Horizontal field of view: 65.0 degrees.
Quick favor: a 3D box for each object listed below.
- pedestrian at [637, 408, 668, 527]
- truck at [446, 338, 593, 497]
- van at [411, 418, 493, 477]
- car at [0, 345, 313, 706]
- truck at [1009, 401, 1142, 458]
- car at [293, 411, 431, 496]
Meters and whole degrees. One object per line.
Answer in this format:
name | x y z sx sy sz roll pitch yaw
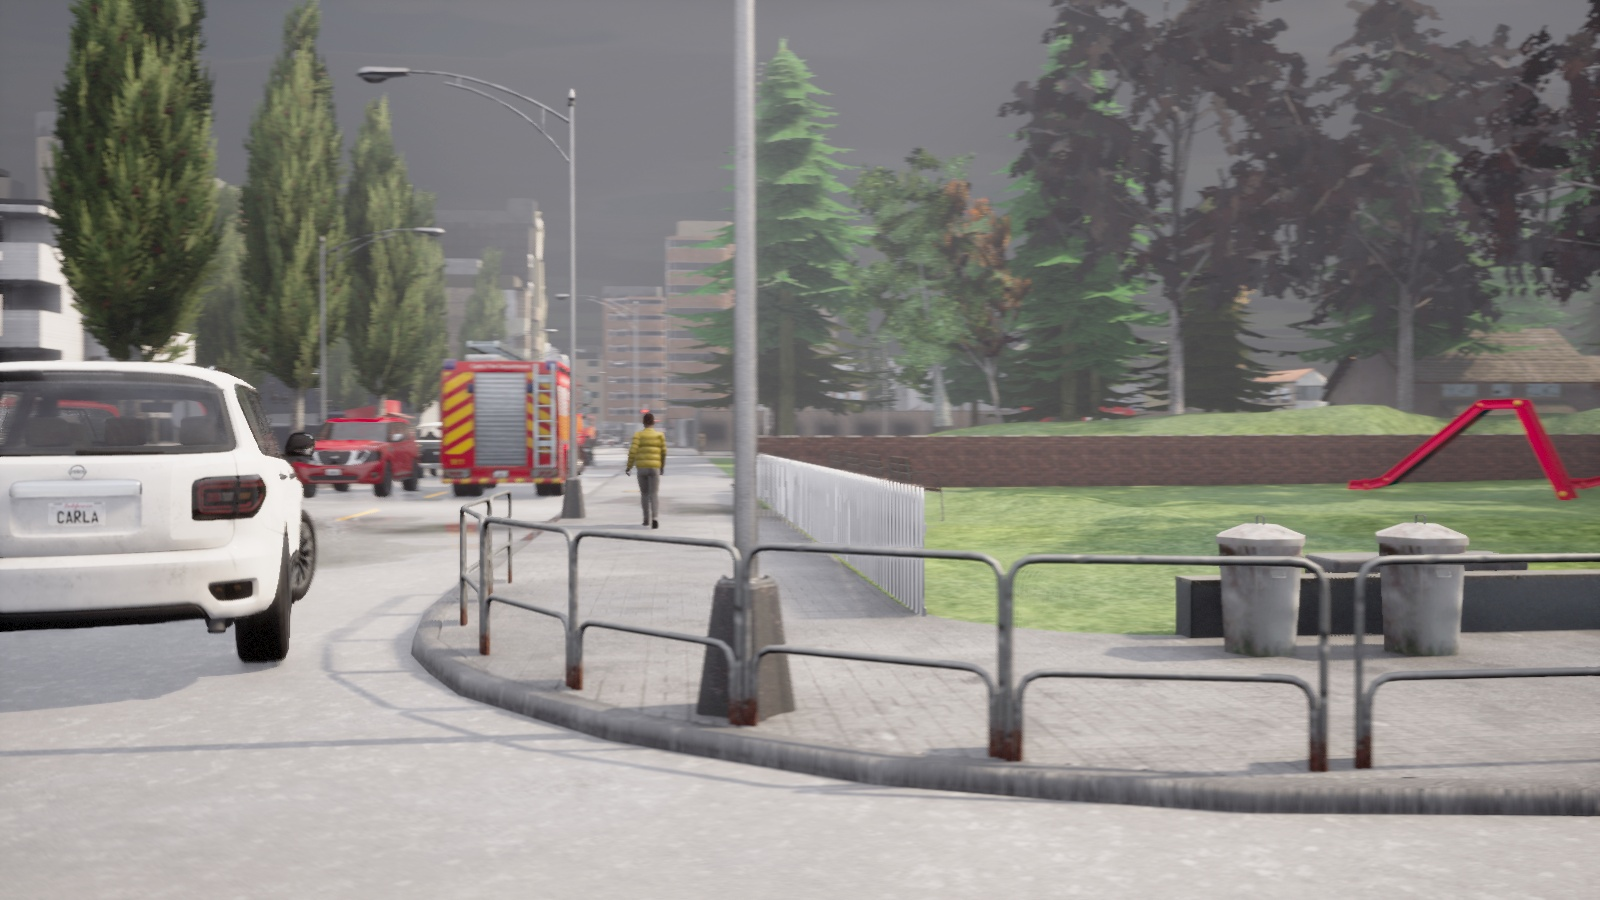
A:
pedestrian | -2.329 0.260 19.784 0.431 1.840 0.709 0 1 -11
truck | -7.455 -0.836 34.533 2.891 3.827 8.468 0 1 -5
van | -12.465 -0.115 45.263 2.069 2.038 4.480 0 1 -5
car | -5.094 0.390 9.862 2.150 2.045 5.566 0 1 -19
truck | 19.002 -1.416 86.960 8.468 3.827 2.891 0 1 -6
car | -11.327 0.051 32.924 2.150 2.045 5.566 0 1 -5
